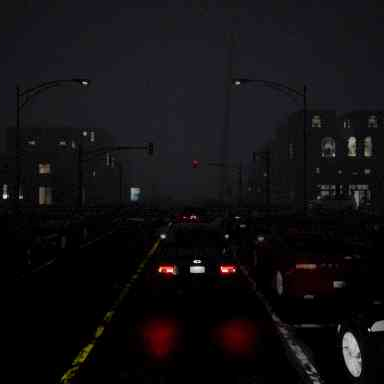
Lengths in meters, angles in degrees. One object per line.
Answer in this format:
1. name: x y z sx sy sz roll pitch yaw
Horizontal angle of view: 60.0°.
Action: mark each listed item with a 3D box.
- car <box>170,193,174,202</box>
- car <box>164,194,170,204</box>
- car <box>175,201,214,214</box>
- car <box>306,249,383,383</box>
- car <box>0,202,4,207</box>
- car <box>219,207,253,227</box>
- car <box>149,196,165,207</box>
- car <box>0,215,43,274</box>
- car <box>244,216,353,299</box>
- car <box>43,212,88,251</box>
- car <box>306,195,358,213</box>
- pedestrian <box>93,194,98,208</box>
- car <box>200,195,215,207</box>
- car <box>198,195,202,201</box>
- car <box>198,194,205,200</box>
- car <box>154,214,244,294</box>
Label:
1. car: -5.775 1.451 74.149 1.967 1.590 4.097 0 0 0
2. car: -5.762 1.559 63.105 2.008 1.369 4.403 0 0 0
3. car: 0.077 1.507 19.462 1.837 1.490 4.892 0 0 0
4. car: 2.691 1.551 2.593 2.008 1.369 4.403 0 0 0
5. car: -25.499 1.447 40.427 4.829 1.417 1.752 0 -1 1
6. car: 2.671 1.553 19.669 2.008 1.369 4.403 0 0 0
7. car: -5.749 1.588 52.062 1.802 1.307 4.206 0 0 0
8. car: -5.695 1.441 8.292 1.967 1.590 4.097 0 0 0
9. car: 2.685 1.546 8.285 1.887 1.381 4.507 0 0 0
10. car: -5.703 1.552 13.984 2.008 1.369 4.403 0 0 0
11. car: 15.567 1.315 37.253 5.566 2.045 2.150 0 0 1
12. pedestrian: -12.603 1.135 43.187 0.375 1.860 0.375 0 -1 1
13. car: 2.632 1.572 52.059 1.947 1.339 4.313 0 0 0
14. car: 2.618 1.590 63.101 1.802 1.307 4.206 0 0 0
15. car: 2.586 1.458 90.712 1.967 1.590 4.097 0 0 0
16. car: 0.089 1.548 8.941 2.033 1.411 5.357 0 0 0
